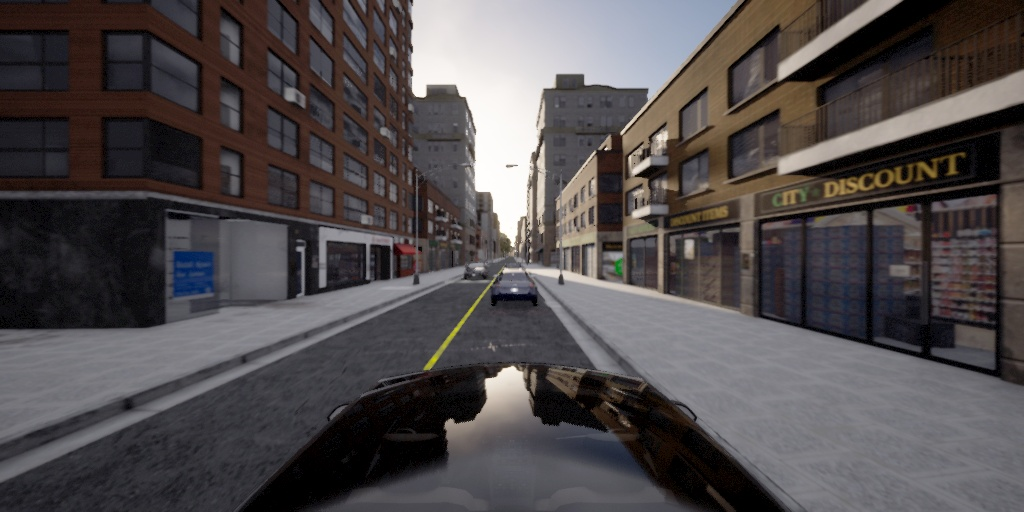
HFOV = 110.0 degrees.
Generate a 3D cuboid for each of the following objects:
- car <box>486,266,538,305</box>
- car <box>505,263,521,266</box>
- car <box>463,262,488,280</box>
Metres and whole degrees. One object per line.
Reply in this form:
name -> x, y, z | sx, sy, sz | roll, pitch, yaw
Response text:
car -> 0.096, 1.304, 16.096 | 1.994, 1.385, 4.181 | 0, 0, 0
car -> 0.093, 1.335, 34.180 | 1.895, 1.301, 4.718 | 0, 0, 0
car -> -3.035, 1.259, 31.098 | 1.812, 1.442, 4.674 | 0, 0, 0
